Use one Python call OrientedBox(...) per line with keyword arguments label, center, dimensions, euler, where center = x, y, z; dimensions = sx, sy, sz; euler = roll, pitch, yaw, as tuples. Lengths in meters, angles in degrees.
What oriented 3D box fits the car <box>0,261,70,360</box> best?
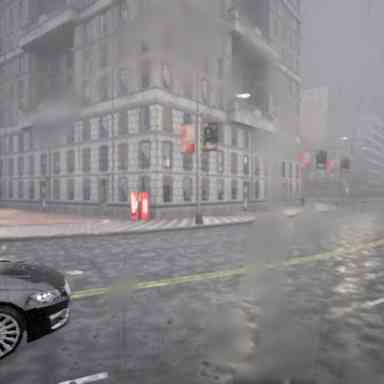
OrientedBox(label="car", center=(-4.300, 1.480, 4.598), dimensions=(4.902, 1.511, 2.128), euler=(0, 0, -22))
